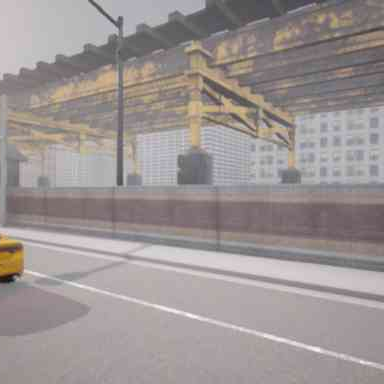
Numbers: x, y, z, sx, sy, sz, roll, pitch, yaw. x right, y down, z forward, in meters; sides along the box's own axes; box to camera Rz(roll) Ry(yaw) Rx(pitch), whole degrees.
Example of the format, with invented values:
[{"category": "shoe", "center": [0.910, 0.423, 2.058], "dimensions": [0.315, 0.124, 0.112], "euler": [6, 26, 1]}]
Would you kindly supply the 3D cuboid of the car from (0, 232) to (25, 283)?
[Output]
[{"category": "car", "center": [-6.205, 1.461, 8.375], "dimensions": [5.008, 1.535, 1.882], "euler": [0, 0, 36]}]
